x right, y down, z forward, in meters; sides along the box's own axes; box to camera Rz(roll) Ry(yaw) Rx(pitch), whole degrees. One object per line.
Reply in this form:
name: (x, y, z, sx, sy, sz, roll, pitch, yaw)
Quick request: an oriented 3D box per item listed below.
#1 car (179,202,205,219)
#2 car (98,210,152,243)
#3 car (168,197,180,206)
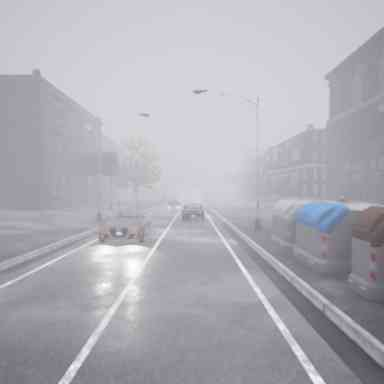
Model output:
car: (0.088, 1.653, 29.126, 1.895, 1.301, 4.718, 0, 0, 0)
car: (-3.106, 1.574, 16.123, 1.994, 1.385, 4.181, 0, 0, 0)
car: (-3.066, 1.658, 57.882, 1.882, 1.535, 5.008, 0, 0, 0)
